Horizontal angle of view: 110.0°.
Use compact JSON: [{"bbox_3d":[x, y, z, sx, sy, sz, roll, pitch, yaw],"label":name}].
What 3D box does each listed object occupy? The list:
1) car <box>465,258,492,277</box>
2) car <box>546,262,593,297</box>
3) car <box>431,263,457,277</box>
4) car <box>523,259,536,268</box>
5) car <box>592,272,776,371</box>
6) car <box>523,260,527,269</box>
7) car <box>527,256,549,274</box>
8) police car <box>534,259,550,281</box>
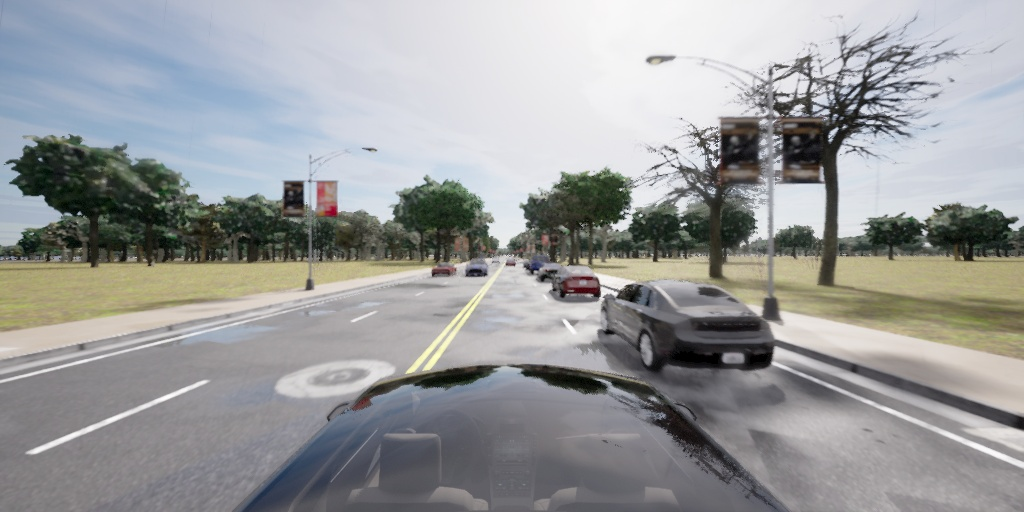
[{"bbox_3d":[-3.404,1.106,35.526,2.097,1.767,4.553,0,0,0],"label":"car"},{"bbox_3d":[3.234,1.255,18.717,2.163,1.488,4.792,0,0,0],"label":"car"},{"bbox_3d":[-6.656,1.355,35.515,1.895,1.301,4.718,0,0,0],"label":"car"},{"bbox_3d":[3.057,1.322,62.709,1.994,1.385,4.181,0,0,0],"label":"car"},{"bbox_3d":[3.247,1.254,7.683,1.837,1.490,4.892,0,0,0],"label":"car"},{"bbox_3d":[3.120,1.260,51.734,2.163,1.488,4.792,0,0,0],"label":"car"},{"bbox_3d":[3.170,0.975,40.729,2.150,2.045,5.566,0,0,0],"label":"car"},{"bbox_3d":[3.208,1.257,29.694,2.038,1.542,4.974,0,0,0],"label":"police car"}]
